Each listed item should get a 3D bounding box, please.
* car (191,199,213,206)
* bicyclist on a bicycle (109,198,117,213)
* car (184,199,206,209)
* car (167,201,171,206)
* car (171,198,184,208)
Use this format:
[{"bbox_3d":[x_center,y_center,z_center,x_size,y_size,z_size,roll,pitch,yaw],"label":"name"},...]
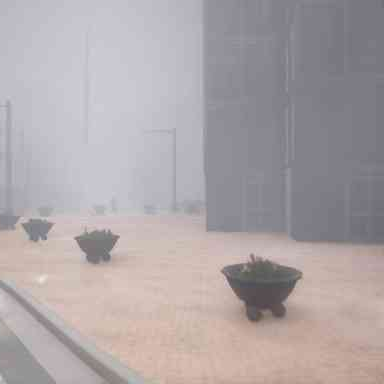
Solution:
[{"bbox_3d":[2.122,2.184,68.042,4.181,1.385,1.994,1,-1,-42],"label":"car"},{"bbox_3d":[-8.627,1.464,36.335,0.582,1.620,1.656,1,-1,-42],"label":"bicyclist on a bicycle"},{"bbox_3d":[1.713,1.933,53.548,4.902,1.511,2.128,1,-1,-42],"label":"car"},{"bbox_3d":[-2.852,2.027,68.283,4.892,1.490,1.837,1,0,-42],"label":"car"},{"bbox_3d":[-0.628,1.922,56.150,5.008,1.535,1.882,1,-1,-42],"label":"car"}]
